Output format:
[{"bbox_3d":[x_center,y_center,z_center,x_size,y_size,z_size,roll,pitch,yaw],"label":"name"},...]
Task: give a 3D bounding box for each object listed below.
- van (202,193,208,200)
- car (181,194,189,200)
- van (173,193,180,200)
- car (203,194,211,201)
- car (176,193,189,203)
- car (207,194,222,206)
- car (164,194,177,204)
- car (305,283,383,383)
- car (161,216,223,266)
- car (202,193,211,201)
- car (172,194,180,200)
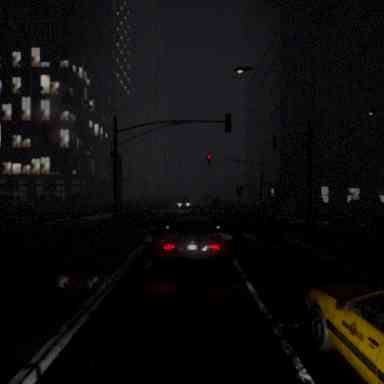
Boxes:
[{"bbox_3d":[3.608,1.202,92.939,1.690,1.788,3.998,0,0,0],"label":"van"},{"bbox_3d":[-1.636,1.102,79.977,1.895,1.301,4.718,0,0,0],"label":"car"},{"bbox_3d":[-4.273,1.203,92.895,1.690,1.788,3.998,0,0,0],"label":"van"},{"bbox_3d":[3.669,1.328,81.884,1.967,1.590,4.097,0,0,0],"label":"car"},{"bbox_3d":[-1.573,1.403,64.632,1.882,1.535,5.008,0,0,0],"label":"car"},{"bbox_3d":[3.871,1.510,54.247,1.947,1.339,4.313,0,0,0],"label":"car"},{"bbox_3d":[-4.089,1.516,59.730,1.802,1.307,4.206,0,0,0],"label":"car"},{"bbox_3d":[2.564,1.521,3.314,1.752,1.417,4.829,0,0,0],"label":"car"},{"bbox_3d":[0.026,1.533,11.413,2.033,1.411,5.357,0,0,1],"label":"car"},{"bbox_3d":[3.700,1.215,76.355,2.192,1.841,5.009,0,0,0],"label":"car"},{"bbox_3d":[-4.242,1.315,87.368,1.967,1.590,4.097,0,0,0],"label":"car"}]
